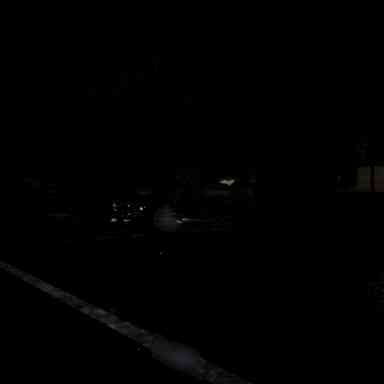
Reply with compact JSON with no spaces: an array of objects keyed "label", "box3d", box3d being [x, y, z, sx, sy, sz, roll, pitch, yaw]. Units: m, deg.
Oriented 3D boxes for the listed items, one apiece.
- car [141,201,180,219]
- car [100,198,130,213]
[{"label":"car","box3d":[-3.013,1.645,30.689,1.837,1.490,4.892,0,0,-37]},{"label":"car","box3d":[-8.994,1.500,38.672,2.097,1.767,4.553,0,0,-37]}]
